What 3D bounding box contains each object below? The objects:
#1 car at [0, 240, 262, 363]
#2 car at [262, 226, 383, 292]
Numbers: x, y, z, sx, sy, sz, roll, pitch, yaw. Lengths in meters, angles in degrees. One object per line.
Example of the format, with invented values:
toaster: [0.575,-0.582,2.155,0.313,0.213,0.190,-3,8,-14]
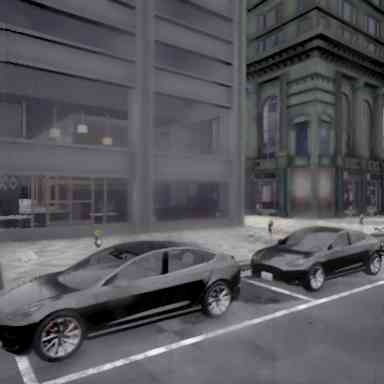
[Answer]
car: [-1.023,1.592,5.921,4.313,1.339,1.947,1,-1,-35]
car: [3.566,1.650,9.192,4.313,1.339,1.947,1,-1,-35]
